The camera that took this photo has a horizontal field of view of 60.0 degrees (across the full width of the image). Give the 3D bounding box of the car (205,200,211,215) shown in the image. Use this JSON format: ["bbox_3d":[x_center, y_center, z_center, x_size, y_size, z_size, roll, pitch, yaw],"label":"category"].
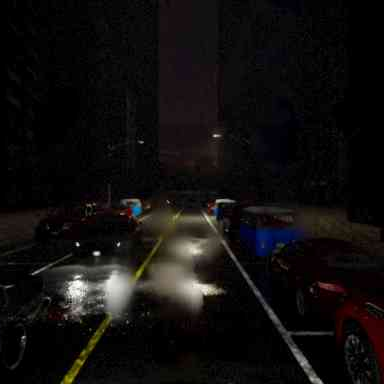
[{"bbox_3d":[2.693,1.856,37.167,1.802,1.307,4.206,-1,0,0],"label":"car"}]

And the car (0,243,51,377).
[{"bbox_3d":[-3.104,1.572,2.874,2.033,1.411,5.357,0,0,0],"label":"car"}]

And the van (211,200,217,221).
[{"bbox_3d":[2.743,1.546,27.506,1.690,1.788,3.998,-1,0,0],"label":"van"}]

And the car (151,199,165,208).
[{"bbox_3d":[-5.866,1.961,57.264,1.887,1.381,4.507,-1,0,0],"label":"car"}]

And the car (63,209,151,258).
[{"bbox_3d":[-3.115,1.651,13.546,2.033,1.411,5.357,0,0,0],"label":"car"}]

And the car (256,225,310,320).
[{"bbox_3d":[2.757,1.636,7.154,1.802,1.307,4.206,-1,0,0],"label":"car"}]

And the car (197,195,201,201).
[{"bbox_3d":[2.632,2.039,73.756,1.752,1.417,4.829,-1,0,0],"label":"car"}]

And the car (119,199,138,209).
[{"bbox_3d":[-5.816,1.639,26.294,1.967,1.590,4.097,-1,0,0],"label":"car"}]

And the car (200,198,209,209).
[{"bbox_3d":[2.667,1.950,52.774,1.947,1.339,4.313,-1,0,0],"label":"car"}]

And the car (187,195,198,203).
[{"bbox_3d":[-0.132,1.916,80.363,1.812,1.442,4.674,0,0,0],"label":"car"}]

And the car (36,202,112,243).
[{"bbox_3d":[-5.802,1.442,16.523,2.192,1.841,5.009,-1,0,0],"label":"car"}]

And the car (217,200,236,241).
[{"bbox_3d":[2.748,1.445,17.331,2.192,1.841,5.009,-1,0,0],"label":"car"}]

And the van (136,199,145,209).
[{"bbox_3d":[-5.825,1.575,31.181,1.690,1.788,3.998,-1,0,0],"label":"van"}]

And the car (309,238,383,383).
[{"bbox_3d":[2.756,1.331,2.069,2.192,1.841,5.009,-1,0,0],"label":"car"}]

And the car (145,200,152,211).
[{"bbox_3d":[-5.841,1.746,41.131,1.967,1.590,4.097,-1,0,0],"label":"car"}]

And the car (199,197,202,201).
[{"bbox_3d":[2.659,1.984,57.978,1.947,1.339,4.313,-1,0,0],"label":"car"}]

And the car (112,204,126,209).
[{"bbox_3d":[-5.807,1.708,21.408,1.887,1.381,4.507,-1,0,0],"label":"car"}]

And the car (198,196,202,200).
[{"bbox_3d":[2.650,2.002,63.180,2.008,1.369,4.403,-1,0,0],"label":"car"}]

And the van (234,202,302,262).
[{"bbox_3d":[2.751,1.433,12.244,1.690,1.788,3.998,-1,0,0],"label":"van"}]

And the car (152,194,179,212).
[{"bbox_3d":[-3.065,1.175,39.859,2.150,2.045,5.566,0,0,0],"label":"car"}]
